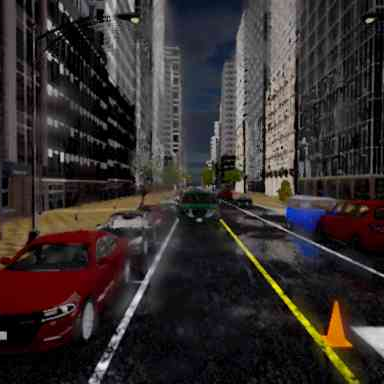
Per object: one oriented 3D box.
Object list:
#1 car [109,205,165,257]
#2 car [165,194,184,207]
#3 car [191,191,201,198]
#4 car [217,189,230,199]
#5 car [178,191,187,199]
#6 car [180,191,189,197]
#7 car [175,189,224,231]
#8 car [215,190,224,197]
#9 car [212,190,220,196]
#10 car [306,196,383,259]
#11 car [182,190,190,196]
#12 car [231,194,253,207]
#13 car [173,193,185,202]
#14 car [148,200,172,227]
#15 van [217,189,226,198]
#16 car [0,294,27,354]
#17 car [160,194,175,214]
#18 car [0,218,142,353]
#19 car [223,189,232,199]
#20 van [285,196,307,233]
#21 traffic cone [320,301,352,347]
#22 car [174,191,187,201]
[{"bbox_3d":[-2.266,1.376,11.914,2.008,1.369,4.403,0,1,0],"label":"car"},{"bbox_3d":[-2.066,0.984,40.328,2.008,1.369,4.403,0,1,0],"label":"car"},{"bbox_3d":[0.845,0.513,70.816,2.128,1.511,4.902,0,1,0],"label":"car"},{"bbox_3d":[6.512,0.387,68.683,2.192,1.841,5.009,0,1,0],"label":"car"},{"bbox_3d":[-1.868,0.567,68.573,1.752,1.417,4.829,0,1,0],"label":"car"},{"bbox_3d":[-1.788,0.447,80.110,1.947,1.339,4.313,0,1,0],"label":"car"},{"bbox_3d":[0.384,0.961,18.869,2.150,2.045,5.566,0,1,0],"label":"car"},{"bbox_3d":[6.592,0.354,80.050,1.967,1.590,4.097,0,1,0],"label":"car"},{"bbox_3d":[6.671,0.195,91.416,1.967,1.590,4.097,0,1,0],"label":"car"},{"bbox_3d":[6.114,1.173,11.852,2.192,1.841,5.009,0,1,0],"label":"car"},{"bbox_3d":[-1.708,0.273,91.476,2.008,1.369,4.403,0,1,0],"label":"car"},{"bbox_3d":[6.314,1.017,40.270,2.008,1.369,4.403,0,1,0],"label":"car"},{"bbox_3d":[-1.987,0.858,51.695,1.802,1.307,4.206,0,1,0],"label":"car"},{"bbox_3d":[-2.225,1.329,17.597,1.802,1.307,4.206,0,1,0],"label":"car"},{"bbox_3d":[6.552,0.334,74.365,1.690,1.788,3.998,0,1,0],"label":"van"},{"bbox_3d":[-2.345,1.548,0.548,1.947,1.339,4.313,0,1,0],"label":"car"},{"bbox_3d":[-2.146,1.141,28.963,2.008,1.369,4.403,0,1,0],"label":"car"},{"bbox_3d":[-2.305,1.448,6.231,1.887,1.381,4.507,0,1,0],"label":"car"},{"bbox_3d":[6.472,0.466,62.999,2.192,1.841,5.009,0,1,0],"label":"car"},{"bbox_3d":[6.154,1.121,17.536,1.690,1.788,3.998,0,1,0],"label":"van"},{"bbox_3d":[2.107,1.895,4.869,0.340,0.580,0.340,0,1,0],"label":"traffic cone"},{"bbox_3d":[-1.947,0.637,57.376,1.967,1.590,4.097,0,1,0],"label":"car"}]
